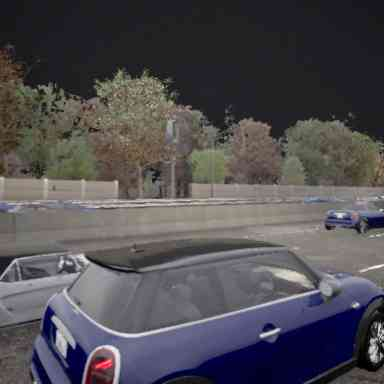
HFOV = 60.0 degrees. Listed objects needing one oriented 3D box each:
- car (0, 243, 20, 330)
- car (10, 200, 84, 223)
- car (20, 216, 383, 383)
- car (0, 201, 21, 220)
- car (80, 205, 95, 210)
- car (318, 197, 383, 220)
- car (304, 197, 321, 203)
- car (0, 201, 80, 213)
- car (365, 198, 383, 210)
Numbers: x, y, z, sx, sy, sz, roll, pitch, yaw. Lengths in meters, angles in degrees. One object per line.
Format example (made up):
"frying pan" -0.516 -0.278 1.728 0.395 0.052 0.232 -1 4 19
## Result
"car" -2.595 1.601 6.192 4.718 1.301 1.895 0 0 -35
"car" -11.298 1.478 26.024 5.008 1.535 1.882 0 0 -35
"car" 0.582 1.351 4.163 4.553 1.767 2.097 0 0 -35
"car" -16.437 1.529 26.644 4.674 1.442 1.812 0 0 -36
"car" -9.275 1.477 23.169 5.008 1.535 1.882 0 0 -35
"car" 9.771 1.343 19.310 4.553 1.767 2.097 0 0 -35
"car" 19.621 1.483 52.304 5.008 1.535 1.882 0 0 -35
"car" -9.312 1.478 18.845 5.008 1.535 1.882 0 0 -35
"car" 24.613 1.507 42.992 4.892 1.490 1.837 0 0 -35
